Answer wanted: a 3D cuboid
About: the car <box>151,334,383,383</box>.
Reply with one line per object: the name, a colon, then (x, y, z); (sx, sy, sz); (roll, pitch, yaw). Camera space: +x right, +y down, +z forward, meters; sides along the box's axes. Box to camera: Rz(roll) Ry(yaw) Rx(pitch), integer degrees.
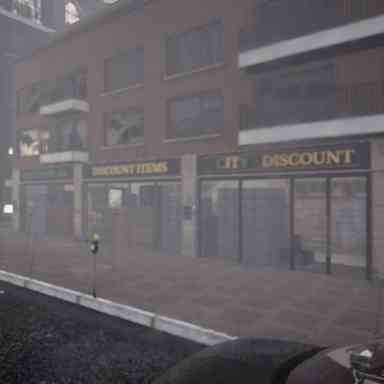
car: (1.590, 1.551, 1.744); (4.403, 1.369, 2.008); (0, 0, 35)
